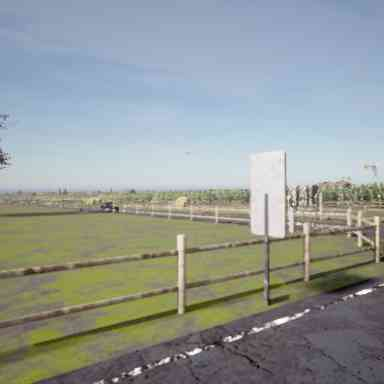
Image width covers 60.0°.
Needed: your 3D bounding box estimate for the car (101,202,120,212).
[{"bbox_3d":[-13.319,2.381,54.011,1.837,1.490,4.892,0,-1,-34],"label":"car"}]
